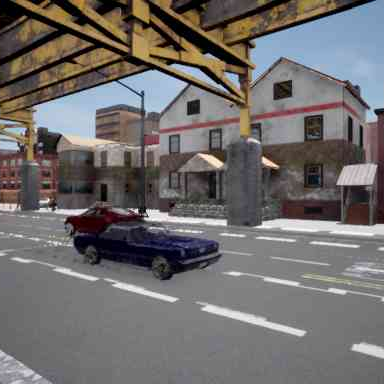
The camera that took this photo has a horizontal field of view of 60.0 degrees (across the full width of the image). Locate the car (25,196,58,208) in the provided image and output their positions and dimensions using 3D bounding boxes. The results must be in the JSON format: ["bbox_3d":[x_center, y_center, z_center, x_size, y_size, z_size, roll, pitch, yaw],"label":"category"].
[{"bbox_3d":[-21.769,1.452,48.321,2.038,1.542,4.974,0,0,8],"label":"car"}]

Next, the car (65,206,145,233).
[{"bbox_3d":[-4.552,1.477,17.086,5.008,1.535,1.882,0,0,38],"label":"car"}]

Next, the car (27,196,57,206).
[{"bbox_3d":[-21.762,1.295,48.372,1.853,1.218,4.536,0,0,8],"label":"car"}]

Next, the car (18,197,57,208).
[{"bbox_3d":[-20.557,1.295,44.796,4.536,1.218,1.853,0,0,-22],"label":"car"}]

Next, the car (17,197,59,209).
[{"bbox_3d":[-20.605,1.452,44.776,4.974,1.542,2.038,0,0,-22],"label":"car"}]

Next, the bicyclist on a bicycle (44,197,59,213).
[{"bbox_3d":[-14.254,1.303,33.761,0.582,1.620,1.656,0,0,38],"label":"bicyclist on a bicycle"}]

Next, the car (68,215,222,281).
[{"bbox_3d":[-1.475,1.601,10.041,4.718,1.301,1.895,0,0,38],"label":"car"}]
